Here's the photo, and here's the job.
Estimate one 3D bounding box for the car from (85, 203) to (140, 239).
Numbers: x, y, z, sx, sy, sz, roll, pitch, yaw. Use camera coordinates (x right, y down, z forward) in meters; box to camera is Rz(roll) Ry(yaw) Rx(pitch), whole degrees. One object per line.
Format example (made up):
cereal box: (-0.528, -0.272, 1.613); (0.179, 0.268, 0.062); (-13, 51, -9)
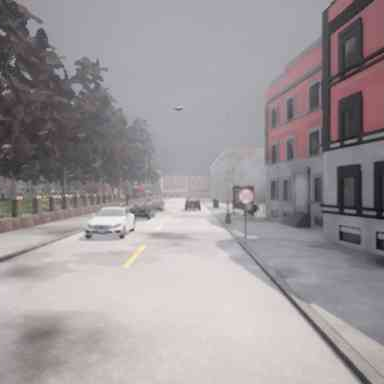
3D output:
car: (-4.089, 1.486, 17.295); (1.812, 1.442, 4.674); (0, 0, 0)

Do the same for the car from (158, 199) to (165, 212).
car: (-4.075, 1.460, 37.722); (2.033, 1.411, 5.357); (0, 0, 0)

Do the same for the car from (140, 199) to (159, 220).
car: (-4.100, 1.538, 27.390); (1.895, 1.301, 4.718); (0, 0, 0)

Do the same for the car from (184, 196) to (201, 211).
car: (0.093, 1.386, 39.705); (1.882, 1.535, 5.008); (0, 0, 0)

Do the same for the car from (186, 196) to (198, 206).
car: (-0.007, 1.407, 51.766); (1.812, 1.442, 4.674); (0, 0, 0)
